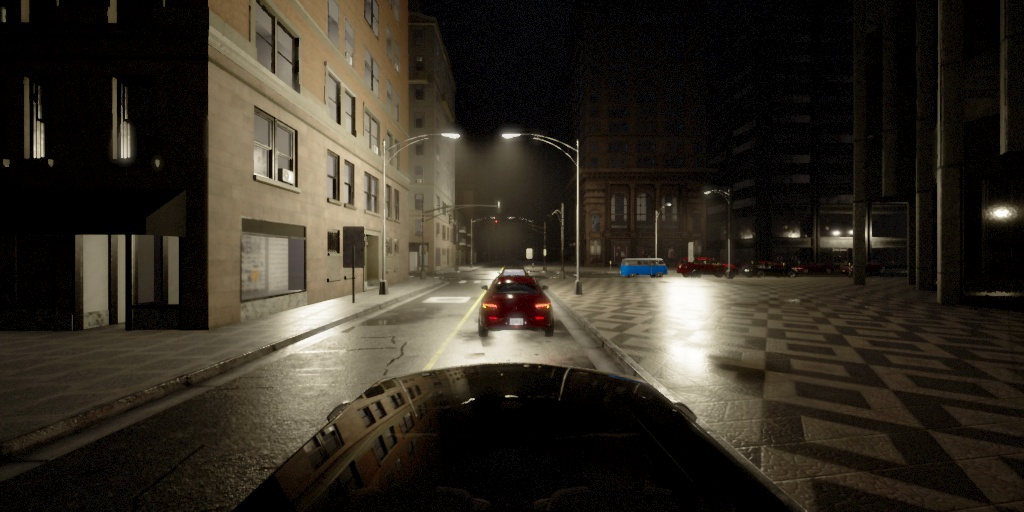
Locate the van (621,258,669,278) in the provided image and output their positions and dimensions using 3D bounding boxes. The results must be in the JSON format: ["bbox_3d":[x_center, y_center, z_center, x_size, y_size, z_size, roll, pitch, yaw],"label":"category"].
[{"bbox_3d":[11.742,1.104,31.962,3.998,1.789,1.690,0,0,-1],"label":"van"}]

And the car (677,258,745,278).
[{"bbox_3d":[17.383,1.077,32.046,5.009,1.841,2.192,0,0,-1],"label":"car"}]

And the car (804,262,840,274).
[{"bbox_3d":[34.199,1.330,40.821,4.207,1.307,1.802,0,0,-1],"label":"car"}]

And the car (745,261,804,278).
[{"bbox_3d":[23.022,1.325,32.129,4.313,1.339,1.948,0,0,-1],"label":"car"}]

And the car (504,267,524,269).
[{"bbox_3d":[0.110,1.302,20.020,1.994,1.385,4.181,0,0,0],"label":"car"}]

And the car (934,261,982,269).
[{"bbox_3d":[39.940,1.190,32.379,4.097,1.591,1.967,0,0,-1],"label":"car"}]

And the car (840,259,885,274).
[{"bbox_3d":[39.838,1.184,40.904,4.097,1.591,1.967,0,0,-1],"label":"car"}]

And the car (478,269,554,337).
[{"bbox_3d":[0.095,1.271,10.148,1.812,1.442,4.674,0,0,0],"label":"car"}]
